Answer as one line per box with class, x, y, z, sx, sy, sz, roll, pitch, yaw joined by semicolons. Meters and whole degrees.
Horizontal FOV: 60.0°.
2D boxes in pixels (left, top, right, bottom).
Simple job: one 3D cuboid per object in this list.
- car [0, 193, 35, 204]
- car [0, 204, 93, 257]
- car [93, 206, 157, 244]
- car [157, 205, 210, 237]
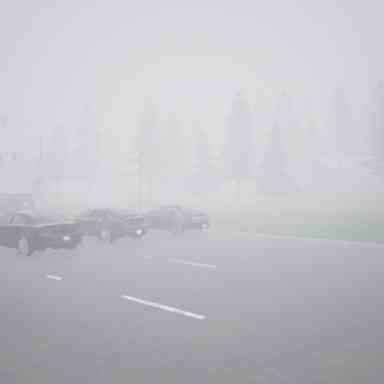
car;-15.423;1.097;28.047;5.566;2.045;2.150;0;0;36
car;-6.289;1.424;12.824;5.008;1.535;1.882;0;0;36
car;-4.224;1.451;15.649;4.892;1.490;1.837;0;0;36
car;-1.349;1.442;17.885;4.902;1.511;2.128;0;0;36
